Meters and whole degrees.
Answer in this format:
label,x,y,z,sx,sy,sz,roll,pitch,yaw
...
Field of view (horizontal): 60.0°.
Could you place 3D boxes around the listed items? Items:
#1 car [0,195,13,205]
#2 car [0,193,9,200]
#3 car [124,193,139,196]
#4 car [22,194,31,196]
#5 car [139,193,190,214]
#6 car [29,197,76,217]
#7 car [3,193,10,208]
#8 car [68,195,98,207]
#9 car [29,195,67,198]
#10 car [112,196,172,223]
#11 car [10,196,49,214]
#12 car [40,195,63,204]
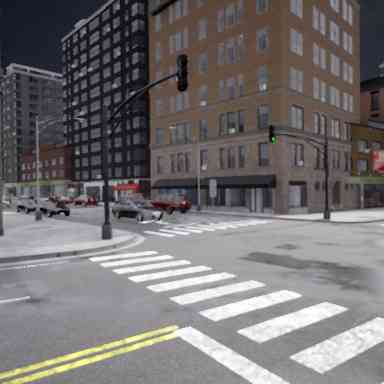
label,x,y,z,sx,sy,sz,roll,pitch,yaw
car,-28.764,1.167,50.259,1.812,1.442,4.674,-1,1,-44
car,-40.753,0.881,70.743,1.947,1.339,4.313,0,1,-44
car,-6.213,1.038,35.187,2.192,1.841,5.009,0,1,-44
car,-29.240,1.039,58.892,1.802,1.307,4.206,0,1,-44
car,-2.376,1.080,31.236,2.192,1.841,5.009,0,1,-44
car,-12.324,1.415,29.245,1.947,1.339,4.313,0,1,-44
car,-23.716,1.246,40.971,1.752,1.417,4.829,0,1,-44
car,-13.889,1.078,43.089,1.967,1.590,4.097,0,1,-44
car,-16.148,1.269,37.135,1.812,1.442,4.674,-1,1,-44
car,-4.106,1.365,24.731,2.128,1.511,4.902,-1,2,-44
car,-16.161,1.372,33.195,1.947,1.339,4.313,0,1,-44
car,-21.565,1.131,50.991,1.802,1.307,4.206,0,1,-44
